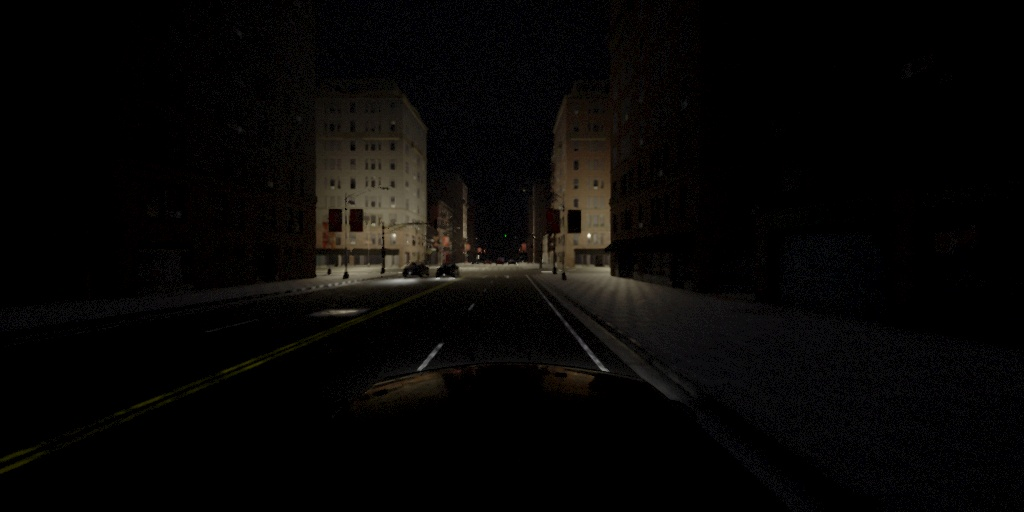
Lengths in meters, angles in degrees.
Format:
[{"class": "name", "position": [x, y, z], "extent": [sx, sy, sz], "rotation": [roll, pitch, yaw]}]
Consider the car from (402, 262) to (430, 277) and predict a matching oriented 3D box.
[{"class": "car", "position": [-9.758, 1.368, 36.793], "extent": [2.128, 1.511, 4.902], "rotation": [0, 0, 0]}]

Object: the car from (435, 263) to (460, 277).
[{"class": "car", "position": [-6.506, 1.422, 37.063], "extent": [2.033, 1.411, 5.357], "rotation": [0, 0, 0]}]
